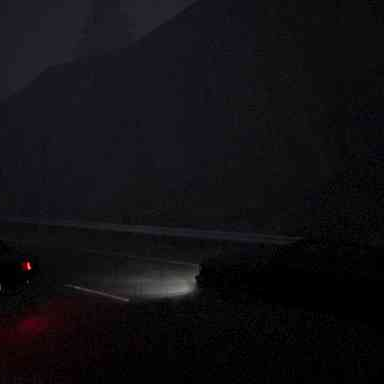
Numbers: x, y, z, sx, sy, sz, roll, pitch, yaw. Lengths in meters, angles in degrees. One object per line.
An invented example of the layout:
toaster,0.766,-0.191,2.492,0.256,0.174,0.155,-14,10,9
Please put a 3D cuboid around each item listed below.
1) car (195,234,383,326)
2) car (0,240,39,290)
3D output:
car,2.688,1.536,6.289,5.357,1.411,2.033,0,0,35
car,-5.716,1.586,7.665,4.718,1.301,1.895,0,0,33
